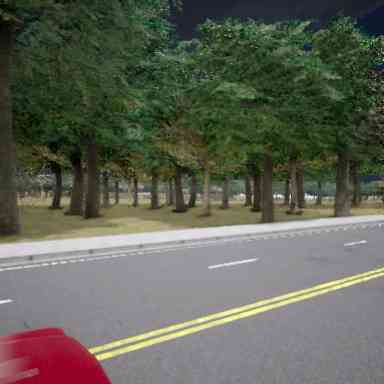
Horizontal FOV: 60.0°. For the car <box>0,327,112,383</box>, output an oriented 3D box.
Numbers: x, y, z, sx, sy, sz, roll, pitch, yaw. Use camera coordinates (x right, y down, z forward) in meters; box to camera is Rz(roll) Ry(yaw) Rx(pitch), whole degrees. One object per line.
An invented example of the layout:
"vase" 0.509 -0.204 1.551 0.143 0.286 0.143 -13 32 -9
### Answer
"car" -2.643 1.601 1.555 4.718 1.301 1.895 0 0 -35
